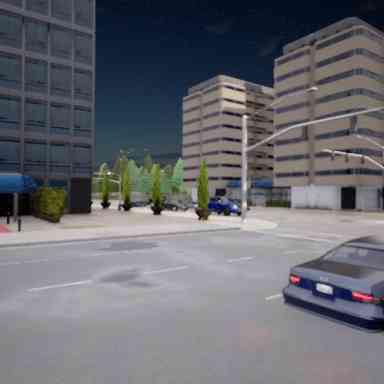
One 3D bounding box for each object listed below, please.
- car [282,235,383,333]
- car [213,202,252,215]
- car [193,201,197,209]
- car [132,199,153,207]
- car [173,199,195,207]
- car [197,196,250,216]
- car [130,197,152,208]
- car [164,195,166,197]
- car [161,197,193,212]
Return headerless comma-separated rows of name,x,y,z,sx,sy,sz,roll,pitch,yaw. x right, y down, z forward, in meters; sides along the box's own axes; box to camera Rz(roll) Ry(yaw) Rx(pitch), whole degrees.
car,4.176,1.624,6.779,5.357,1.411,2.033,1,0,-35
car,4.734,1.883,39.651,1.895,1.301,4.718,1,0,-35
car,-0.733,1.774,47.476,2.128,1.511,4.902,1,0,-35
car,-8.811,1.885,59.075,1.895,1.301,4.718,1,0,-35
car,-1.539,1.924,61.175,1.994,1.385,4.181,1,0,-34
car,3.278,1.466,35.632,2.150,2.045,5.566,1,0,-35
car,-8.945,1.793,53.124,2.033,1.411,5.357,1,0,-35
car,-7.248,1.584,69.310,2.150,2.045,5.566,1,0,-35
car,-2.327,1.751,43.643,1.837,1.490,4.892,1,0,-35
